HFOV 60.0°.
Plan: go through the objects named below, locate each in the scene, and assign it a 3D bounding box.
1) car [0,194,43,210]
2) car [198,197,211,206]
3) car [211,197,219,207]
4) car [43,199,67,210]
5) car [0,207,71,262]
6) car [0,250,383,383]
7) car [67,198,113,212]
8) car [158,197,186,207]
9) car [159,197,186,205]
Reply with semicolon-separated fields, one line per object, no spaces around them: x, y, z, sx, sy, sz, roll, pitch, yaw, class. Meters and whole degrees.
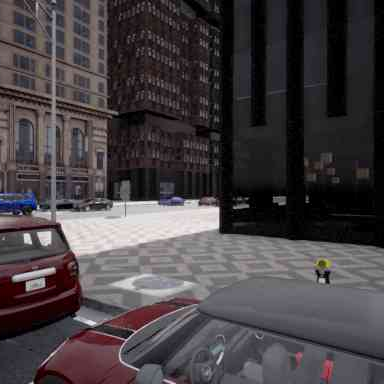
-16.853;1.167;29.986;2.150;2.045;5.566;0;0;34;car
2.809;1.445;51.807;1.994;1.385;4.181;0;0;37;car
5.222;1.400;49.587;1.837;1.490;4.892;0;0;36;car
-15.039;1.513;38.140;1.895;1.301;4.718;0;0;35;car
-4.030;1.314;5.812;5.009;1.841;2.192;0;0;35;car
0.540;1.440;2.572;4.097;1.590;1.967;0;0;35;car
-11.218;1.425;37.902;1.837;1.490;4.892;0;0;36;car
-3.049;1.408;49.380;1.812;1.442;4.674;0;0;36;car
-3.151;1.457;54.811;1.895;1.301;4.718;0;0;36;car
